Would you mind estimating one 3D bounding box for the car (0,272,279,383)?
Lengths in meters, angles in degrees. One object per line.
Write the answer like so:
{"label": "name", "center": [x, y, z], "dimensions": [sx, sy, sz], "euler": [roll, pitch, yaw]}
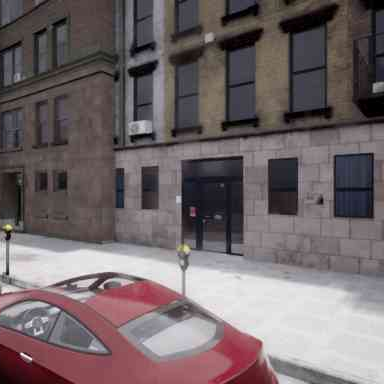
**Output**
{"label": "car", "center": [-1.179, 1.582, 3.658], "dimensions": [4.206, 1.307, 1.802], "euler": [0, 0, 36]}
